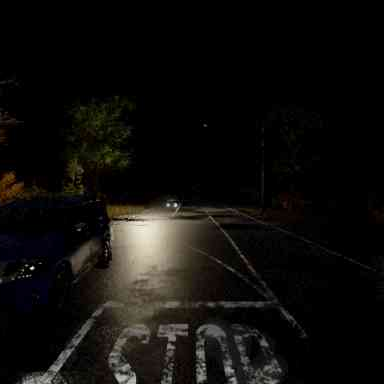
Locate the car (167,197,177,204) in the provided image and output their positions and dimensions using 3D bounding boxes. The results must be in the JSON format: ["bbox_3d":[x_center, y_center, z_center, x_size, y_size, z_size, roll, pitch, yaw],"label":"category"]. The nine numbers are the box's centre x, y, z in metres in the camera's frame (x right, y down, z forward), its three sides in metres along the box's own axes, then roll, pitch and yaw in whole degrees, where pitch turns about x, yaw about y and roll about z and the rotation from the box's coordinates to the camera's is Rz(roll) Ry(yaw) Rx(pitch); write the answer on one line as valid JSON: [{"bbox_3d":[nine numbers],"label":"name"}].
[{"bbox_3d":[-3.961,1.643,65.390,1.895,1.301,4.718,0,0,-1],"label":"car"}]

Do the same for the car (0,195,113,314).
[{"bbox_3d":[-3.478,1.175,7.956,2.150,2.045,5.566,0,2,0],"label":"car"}]
